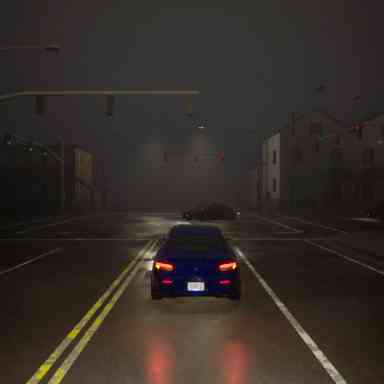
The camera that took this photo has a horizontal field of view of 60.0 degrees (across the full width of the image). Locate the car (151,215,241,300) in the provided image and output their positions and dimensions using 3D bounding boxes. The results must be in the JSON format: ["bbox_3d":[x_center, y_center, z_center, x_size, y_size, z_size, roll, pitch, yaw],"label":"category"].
[{"bbox_3d":[0.087,1.526,8.263,1.812,1.442,4.674,0,0,0],"label":"car"}]

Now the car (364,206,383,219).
[{"bbox_3d":[17.504,1.547,28.026,5.357,1.411,2.033,0,0,-1],"label":"car"}]

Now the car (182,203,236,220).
[{"bbox_3d":[1.304,1.531,25.111,4.181,1.385,1.994,0,0,-33],"label":"car"}]
